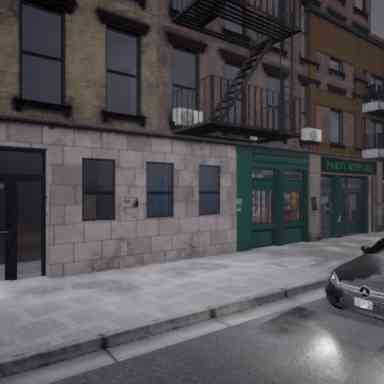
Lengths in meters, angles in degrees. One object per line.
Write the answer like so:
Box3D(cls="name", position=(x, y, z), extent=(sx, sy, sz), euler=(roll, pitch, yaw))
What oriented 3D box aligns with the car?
Box3D(cls="car", position=(4.644, 1.529, 6.672), extent=(4.674, 1.442, 1.812), euler=(0, 0, -35))
